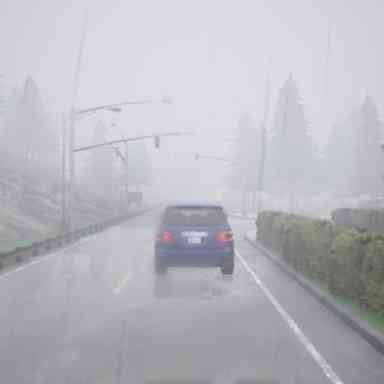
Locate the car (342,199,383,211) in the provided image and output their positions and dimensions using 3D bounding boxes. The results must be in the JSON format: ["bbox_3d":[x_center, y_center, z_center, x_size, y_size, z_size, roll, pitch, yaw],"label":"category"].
[{"bbox_3d":[16.103,1.670,29.745,5.566,2.045,2.150,0,-1,0],"label":"car"}]

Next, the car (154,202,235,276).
[{"bbox_3d":[0.071,1.324,10.843,2.150,2.045,5.566,0,-1,0],"label":"car"}]
